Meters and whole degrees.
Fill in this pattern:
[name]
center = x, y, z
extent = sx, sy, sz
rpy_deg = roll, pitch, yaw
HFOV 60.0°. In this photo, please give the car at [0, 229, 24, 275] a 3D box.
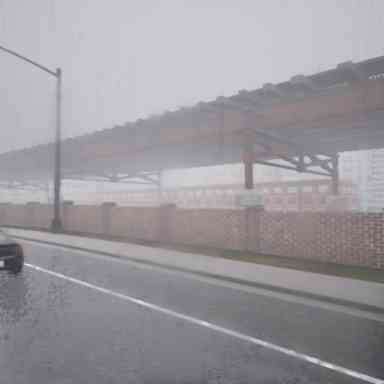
[car]
center = -6.736, 1.704, 10.055
extent = 4.674, 1.442, 1.812
rpy_deg = 0, -2, 41
